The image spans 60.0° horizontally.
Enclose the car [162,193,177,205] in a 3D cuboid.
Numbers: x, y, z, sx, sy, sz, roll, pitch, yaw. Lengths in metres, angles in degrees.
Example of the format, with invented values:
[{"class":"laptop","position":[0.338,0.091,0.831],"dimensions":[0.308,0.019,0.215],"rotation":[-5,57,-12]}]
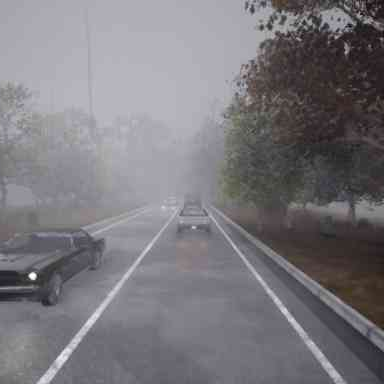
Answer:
[{"class":"car","position":[-3.503,1.122,53.038],"dimensions":[2.150,2.045,5.566],"rotation":[0,0,0]}]

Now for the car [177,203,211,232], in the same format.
[{"class":"car","position":[0.100,1.592,19.940],"dimensions":[1.895,1.301,4.718],"rotation":[0,0,0]}]

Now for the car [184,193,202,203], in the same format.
[{"class":"car","position":[0.097,1.117,42.981],"dimensions":[2.150,2.045,5.566],"rotation":[0,0,0]}]

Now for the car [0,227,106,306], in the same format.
[{"class":"car","position":[-3.601,1.601,8.151],"dimensions":[1.895,1.301,4.718],"rotation":[0,0,0]}]
